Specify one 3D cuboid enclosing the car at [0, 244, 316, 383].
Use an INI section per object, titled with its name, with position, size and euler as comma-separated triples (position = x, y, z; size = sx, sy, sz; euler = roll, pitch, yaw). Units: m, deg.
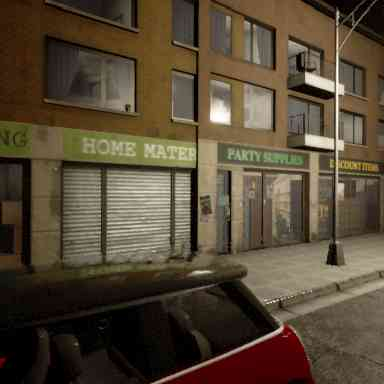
[car]
position = -1.244, 1.352, 2.183
size = 4.553, 1.767, 2.097
euler = 0, 0, -35
